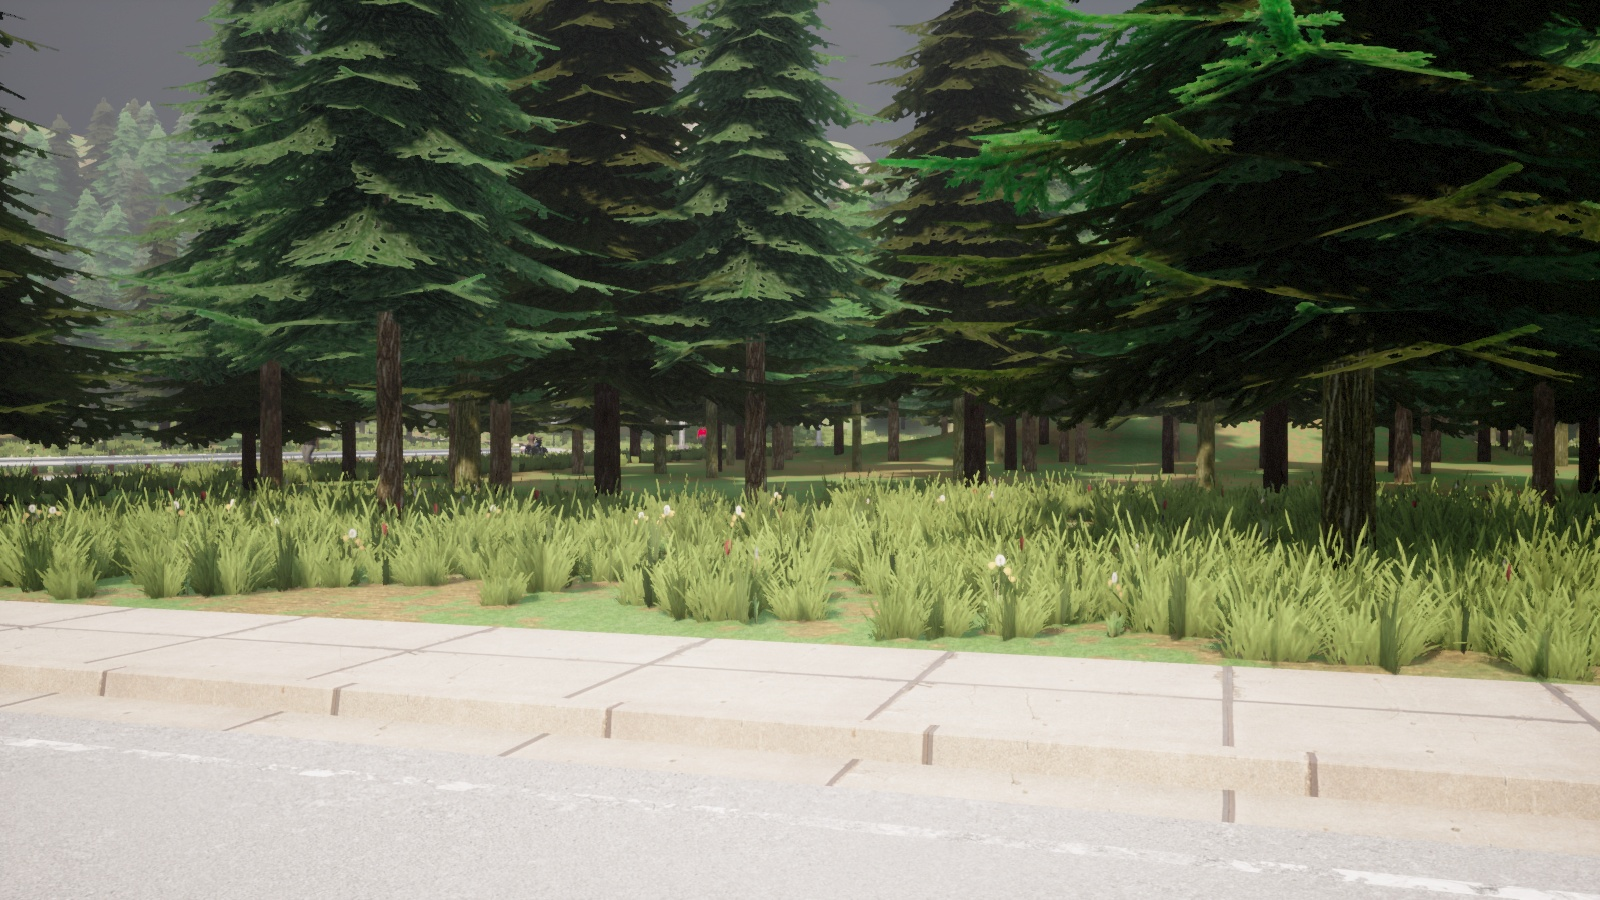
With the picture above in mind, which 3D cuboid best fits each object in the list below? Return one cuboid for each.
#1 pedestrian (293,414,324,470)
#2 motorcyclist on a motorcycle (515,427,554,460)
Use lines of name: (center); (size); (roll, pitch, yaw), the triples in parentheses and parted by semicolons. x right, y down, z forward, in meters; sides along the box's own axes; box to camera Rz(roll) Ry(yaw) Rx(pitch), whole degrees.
pedestrian: (-16.665, -0.282, 42.561); (0.563, 1.883, 0.849); (1, 1, 20)
motorcyclist on a motorcycle: (-13.463, -0.321, 63.744); (0.766, 1.649, 2.350); (1, 1, 20)
